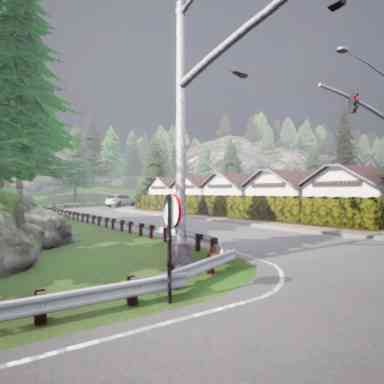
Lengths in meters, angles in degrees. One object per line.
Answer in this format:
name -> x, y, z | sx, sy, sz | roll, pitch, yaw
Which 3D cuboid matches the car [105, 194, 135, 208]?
car -> -11.239, 1.389, 52.839 | 2.150, 2.045, 5.566 | 0, 0, 30
